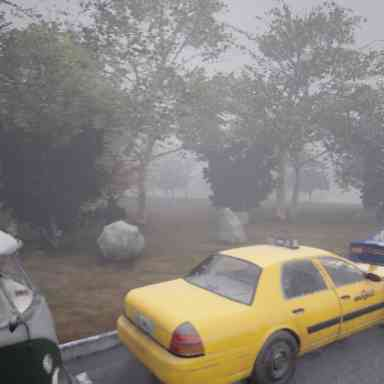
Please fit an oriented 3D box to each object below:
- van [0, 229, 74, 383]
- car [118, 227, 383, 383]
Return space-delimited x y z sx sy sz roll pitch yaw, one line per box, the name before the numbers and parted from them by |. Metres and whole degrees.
van | -2.987 1.254 1.922 4.442 1.987 1.878 0 0 -33
car | 1.607 1.478 5.192 5.366 1.575 1.946 0 0 -33
